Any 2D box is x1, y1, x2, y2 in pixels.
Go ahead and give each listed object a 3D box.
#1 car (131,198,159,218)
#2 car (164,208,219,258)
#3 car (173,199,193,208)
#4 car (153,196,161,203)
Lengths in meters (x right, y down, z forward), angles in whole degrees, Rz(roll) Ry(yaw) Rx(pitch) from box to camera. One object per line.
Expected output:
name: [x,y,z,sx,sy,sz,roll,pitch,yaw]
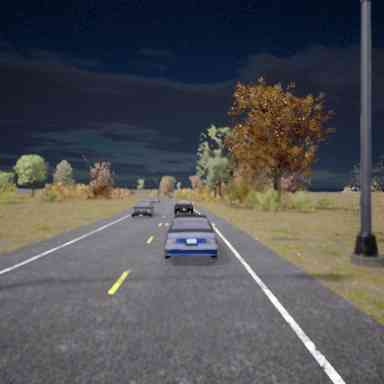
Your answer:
car: [-4.379,1.568,30.402,2.033,1.411,5.357,0,0,-3]
car: [-0.062,1.552,12.675,2.033,1.411,5.357,0,0,-1]
car: [-0.876,1.499,34.013,1.882,1.535,5.008,0,0,-3]
car: [-7.611,1.577,71.408,2.128,1.511,4.902,0,0,-7]
